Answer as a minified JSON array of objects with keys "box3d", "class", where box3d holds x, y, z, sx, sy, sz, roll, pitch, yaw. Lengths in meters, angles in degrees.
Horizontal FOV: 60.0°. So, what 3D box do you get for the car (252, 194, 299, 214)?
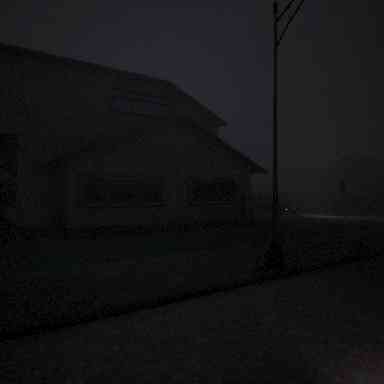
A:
[{"box3d":[8.520,1.216,35.045,2.150,2.045,5.566,0,1,-35],"class":"car"}]
